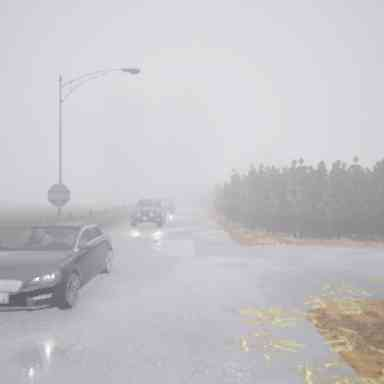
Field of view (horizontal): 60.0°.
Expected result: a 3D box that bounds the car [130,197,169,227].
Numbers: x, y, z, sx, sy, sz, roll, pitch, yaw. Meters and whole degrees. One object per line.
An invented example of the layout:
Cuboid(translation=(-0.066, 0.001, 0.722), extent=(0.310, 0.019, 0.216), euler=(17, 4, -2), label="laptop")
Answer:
Cuboid(translation=(-3.222, 1.494, 25.441), extent=(2.150, 2.045, 5.566), euler=(0, 0, 0), label="car")

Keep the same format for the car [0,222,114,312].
Cuboid(translation=(-3.211, 1.524, 7.952), extent=(2.128, 1.511, 4.902), euler=(0, -1, 0), label="car")

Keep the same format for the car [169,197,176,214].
Cuboid(translation=(-3.220, 1.623, 41.468), extent=(2.150, 2.045, 5.566), euler=(0, 0, 1), label="car")

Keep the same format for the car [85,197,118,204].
Cuboid(translation=(-16.301, 2.042, 61.622), extent=(5.357, 1.411, 2.033), euler=(0, 0, 0), label="car")
